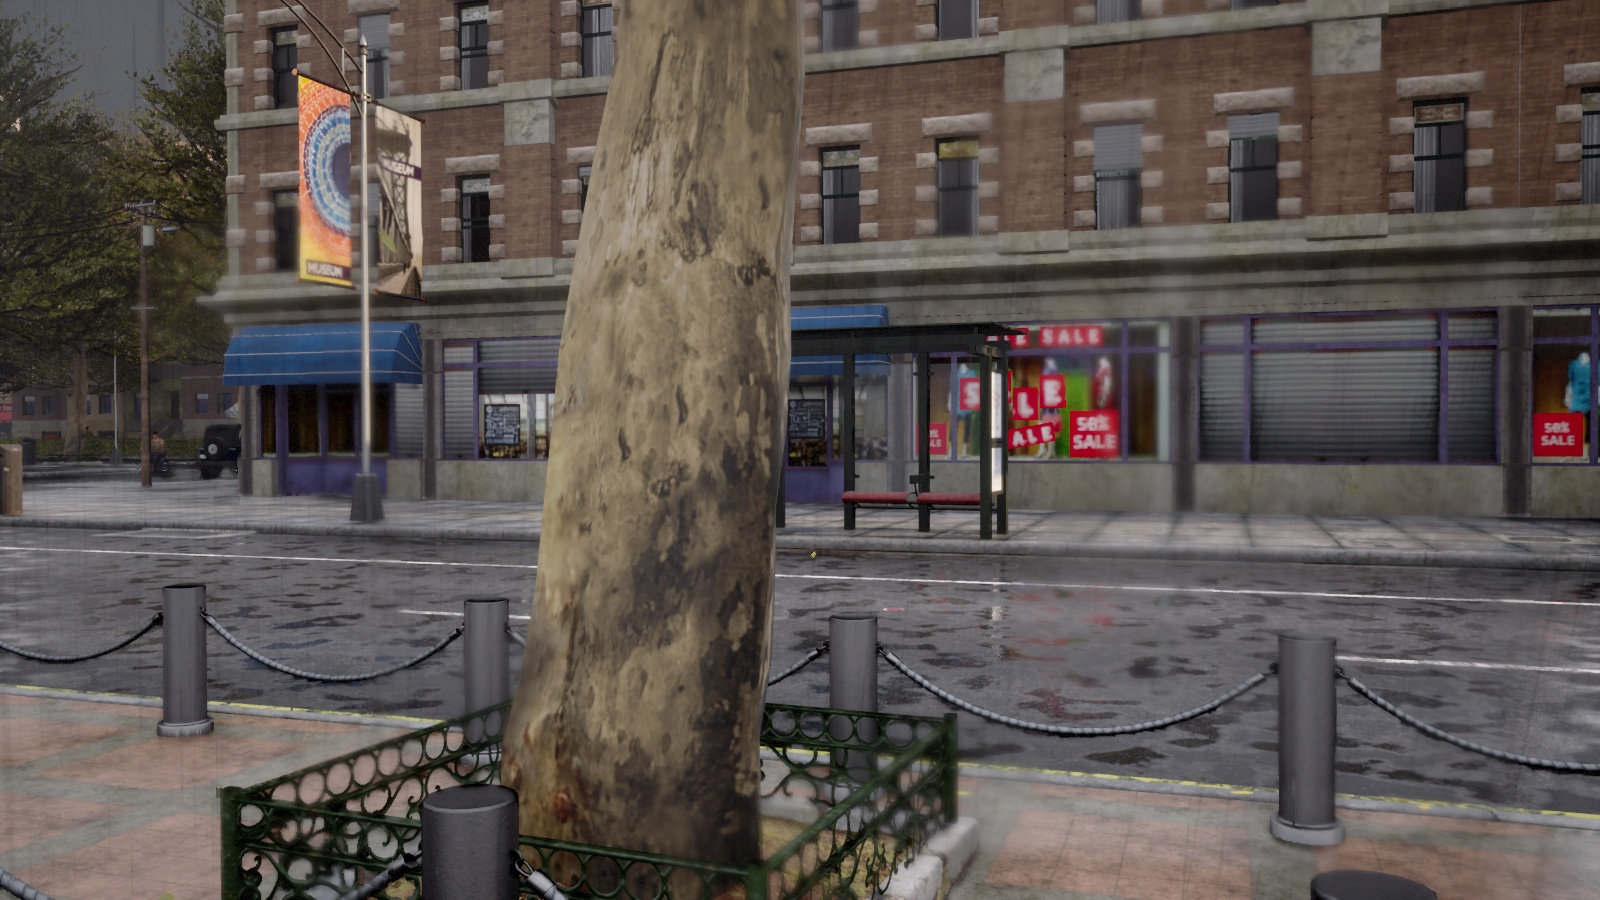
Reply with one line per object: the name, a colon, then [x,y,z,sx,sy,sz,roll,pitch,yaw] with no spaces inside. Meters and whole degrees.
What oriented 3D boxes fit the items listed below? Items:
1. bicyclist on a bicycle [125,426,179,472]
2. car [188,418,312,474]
bicyclist on a bicycle: [-22.978,-0.037,44.552,0.866,1.612,1.509,0,1,16]
car: [-19.321,-0.159,44.268,1.905,1.878,3.866,1,1,18]
